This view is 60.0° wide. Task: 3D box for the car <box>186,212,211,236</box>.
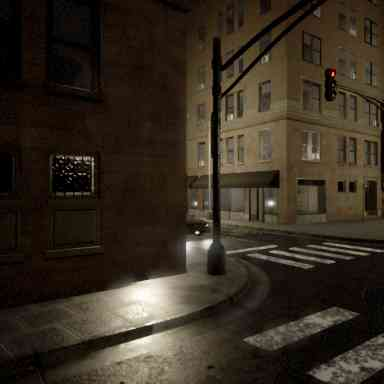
[{"bbox_3d":[-1.297,1.515,17.758,2.033,1.411,5.357,0,0,-36],"label":"car"}]
